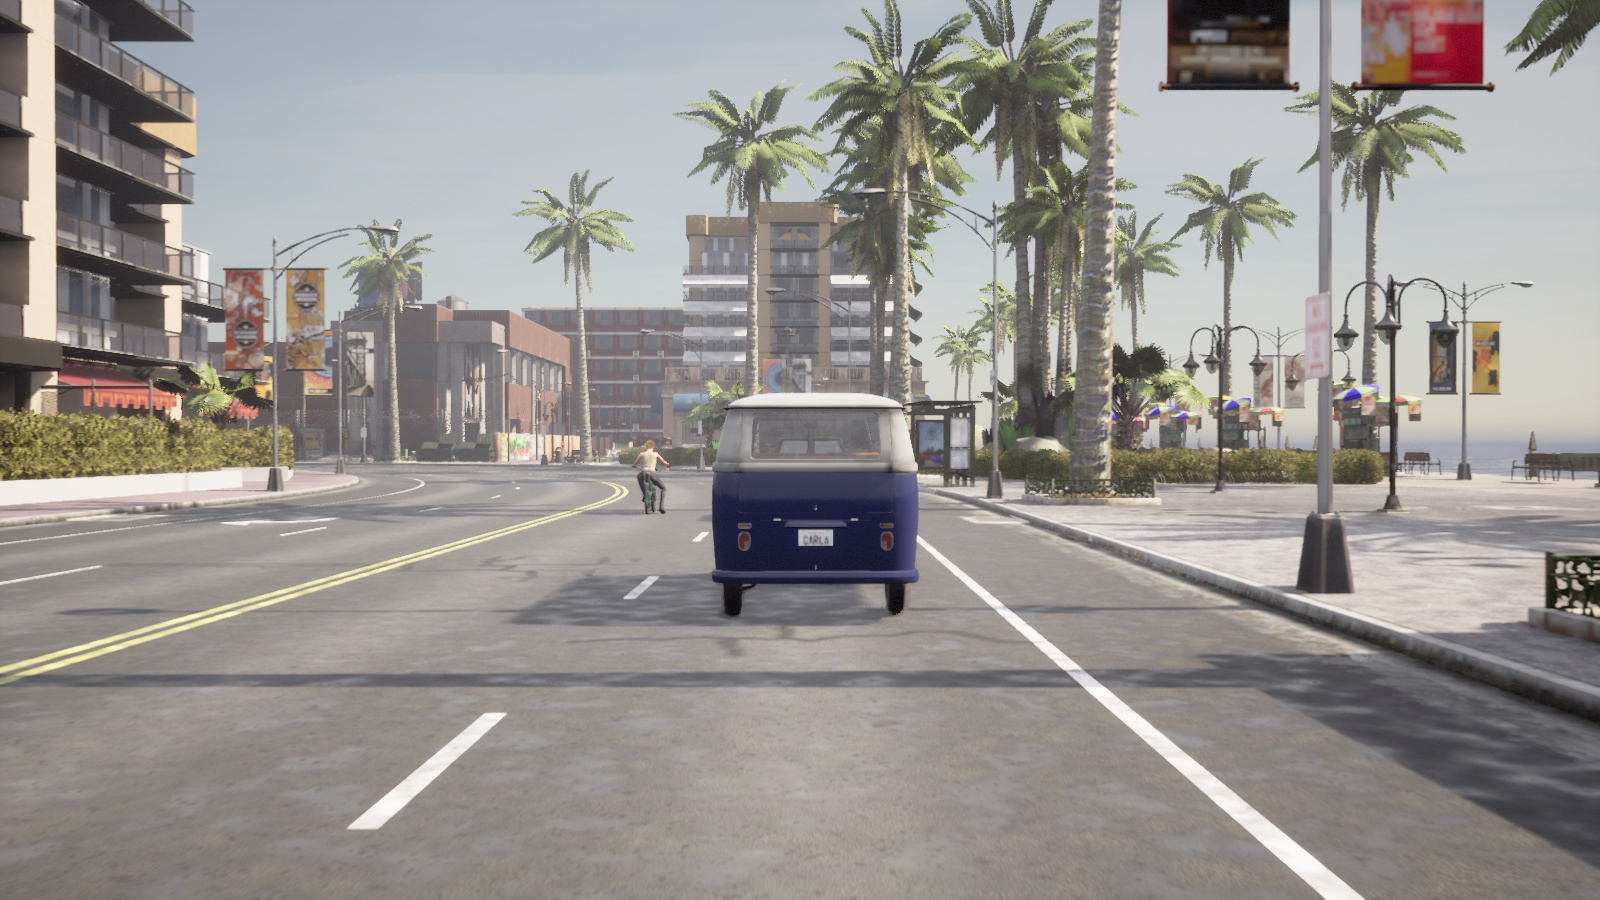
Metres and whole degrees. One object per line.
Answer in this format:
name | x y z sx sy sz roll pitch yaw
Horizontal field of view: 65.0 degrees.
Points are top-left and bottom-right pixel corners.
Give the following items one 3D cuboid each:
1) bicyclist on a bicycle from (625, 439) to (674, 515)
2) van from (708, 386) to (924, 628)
bicyclist on a bicycle | -3.269 0.577 27.396 0.866 1.612 1.509 0 0 0
van | 0.127 0.455 12.544 1.775 1.987 4.442 0 0 0
